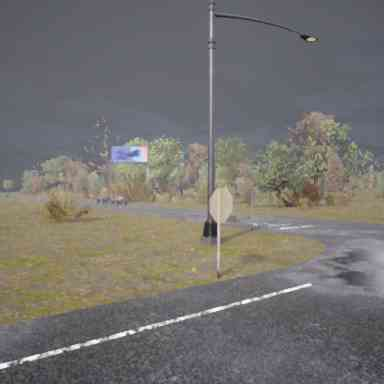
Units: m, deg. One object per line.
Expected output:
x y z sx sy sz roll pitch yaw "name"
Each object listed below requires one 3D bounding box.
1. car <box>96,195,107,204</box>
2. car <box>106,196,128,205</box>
-16.173 1.387 61.005 1.837 1.490 4.892 0 0 -34 "car"
-12.115 1.422 55.002 1.812 1.442 4.674 0 0 -33 "car"
